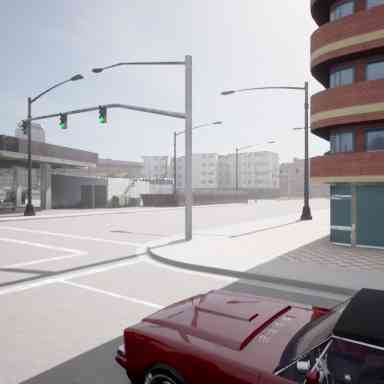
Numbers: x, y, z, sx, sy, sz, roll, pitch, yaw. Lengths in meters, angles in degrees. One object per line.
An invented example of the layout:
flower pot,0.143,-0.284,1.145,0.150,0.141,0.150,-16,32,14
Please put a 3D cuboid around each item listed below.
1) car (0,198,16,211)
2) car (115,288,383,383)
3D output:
car,-22.337,1.456,38.835,3.806,1.475,1.970,0,0,36
car,1.528,1.601,2.884,4.718,1.301,1.895,0,0,36
